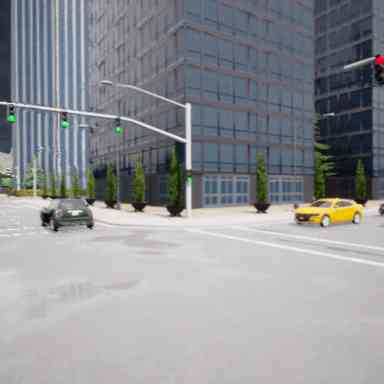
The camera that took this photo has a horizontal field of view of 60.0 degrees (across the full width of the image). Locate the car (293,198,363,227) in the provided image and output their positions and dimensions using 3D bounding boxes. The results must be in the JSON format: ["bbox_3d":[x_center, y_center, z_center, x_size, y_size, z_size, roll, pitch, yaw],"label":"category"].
[{"bbox_3d":[8.166,1.152,19.848,5.008,1.535,1.882,-1,1,-33],"label":"car"}]

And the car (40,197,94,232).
[{"bbox_3d":[-7.283,1.163,19.110,2.097,1.767,4.553,-1,0,-34],"label":"car"}]

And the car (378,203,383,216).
[{"bbox_3d":[15.987,1.059,25.055,4.902,1.511,2.128,-1,1,-34],"label":"car"}]
